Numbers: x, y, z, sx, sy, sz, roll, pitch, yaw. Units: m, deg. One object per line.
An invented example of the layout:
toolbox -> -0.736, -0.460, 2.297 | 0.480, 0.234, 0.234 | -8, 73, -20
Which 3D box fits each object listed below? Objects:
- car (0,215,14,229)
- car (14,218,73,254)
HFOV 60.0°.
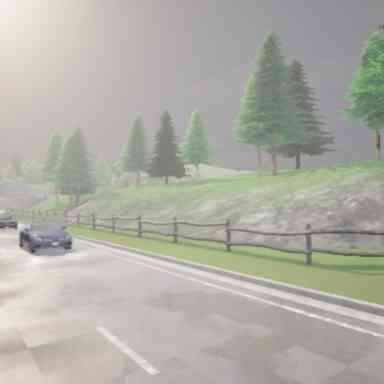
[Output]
car -> -17.105, 2.784, 30.239 | 1.895, 1.301, 4.718 | 0, -2, -36
car -> -7.553, 2.156, 16.967 | 1.812, 1.442, 4.674 | 0, -2, -36
